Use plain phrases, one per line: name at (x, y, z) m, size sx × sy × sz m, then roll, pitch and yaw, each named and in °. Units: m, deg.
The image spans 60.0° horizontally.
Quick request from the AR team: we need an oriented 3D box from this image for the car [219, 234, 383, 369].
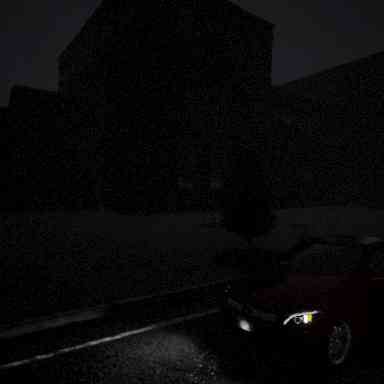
car at (2.607, 1.527, 5.844) m, size 4.674 × 1.442 × 1.812 m, roll 0°, pitch 0°, yaw -36°
